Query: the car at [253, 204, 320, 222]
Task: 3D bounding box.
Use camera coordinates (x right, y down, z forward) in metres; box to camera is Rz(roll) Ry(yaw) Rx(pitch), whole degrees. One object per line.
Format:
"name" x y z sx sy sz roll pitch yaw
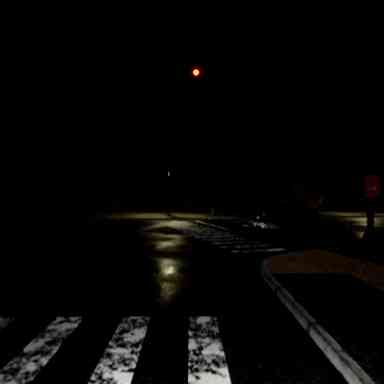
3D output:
"car" 7.705 1.653 26.902 5.357 1.411 2.033 1 0 -19
